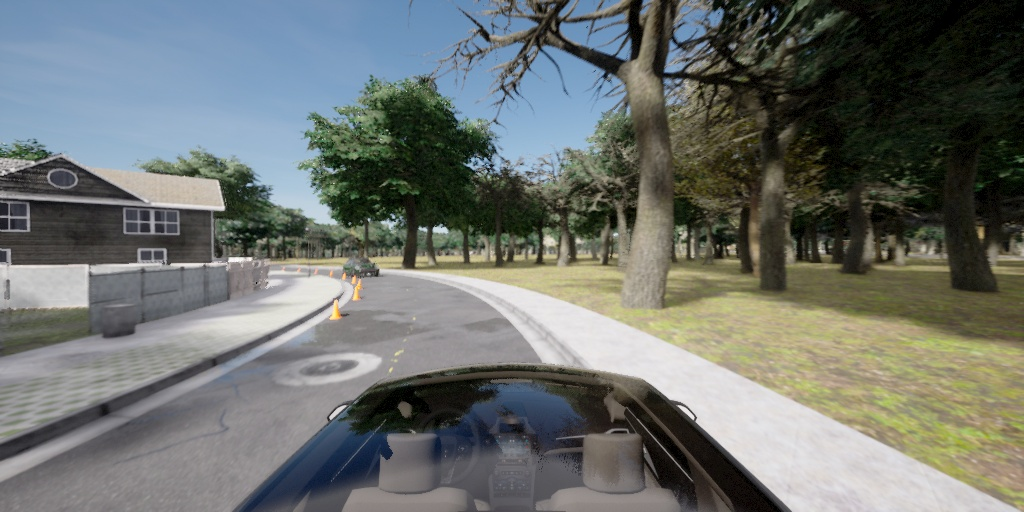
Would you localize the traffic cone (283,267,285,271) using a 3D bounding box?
[{"bbox_3d":[-27.017,1.535,42.444,0.340,0.580,0.340,0,0,41],"label":"traffic cone"}]

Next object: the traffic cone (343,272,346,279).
[{"bbox_3d":[-13.412,1.566,28.723,0.340,0.580,0.340,0,0,-35],"label":"traffic cone"}]

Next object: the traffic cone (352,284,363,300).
[{"bbox_3d":[-6.939,1.650,16.028,0.340,0.580,0.340,0,0,-19],"label":"traffic cone"}]

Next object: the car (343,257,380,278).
[{"bbox_3d":[-13.234,0.930,31.388,2.097,1.767,4.553,-1,1,-38],"label":"car"}]

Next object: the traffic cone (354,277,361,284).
[{"bbox_3d":[-8.693,1.618,20.458,0.340,0.580,0.340,0,0,-24],"label":"traffic cone"}]

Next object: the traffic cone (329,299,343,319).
[{"bbox_3d":[-5.611,1.685,11.452,0.340,0.580,0.340,0,0,-13],"label":"traffic cone"}]

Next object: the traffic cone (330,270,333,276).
[{"bbox_3d":[-16.337,1.550,32.485,0.340,0.580,0.340,0,0,-41],"label":"traffic cone"}]

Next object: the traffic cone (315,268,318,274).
[{"bbox_3d":[-19.602,1.540,35.953,0.340,0.580,0.340,0,0,44],"label":"traffic cone"}]

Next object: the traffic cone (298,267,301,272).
[{"bbox_3d":[-23.227,1.536,39.183,0.340,0.580,0.340,0,0,41],"label":"traffic cone"}]

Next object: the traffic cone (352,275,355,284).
[{"bbox_3d":[-10.856,1.589,24.701,0.340,0.580,0.340,0,0,-30],"label":"traffic cone"}]
